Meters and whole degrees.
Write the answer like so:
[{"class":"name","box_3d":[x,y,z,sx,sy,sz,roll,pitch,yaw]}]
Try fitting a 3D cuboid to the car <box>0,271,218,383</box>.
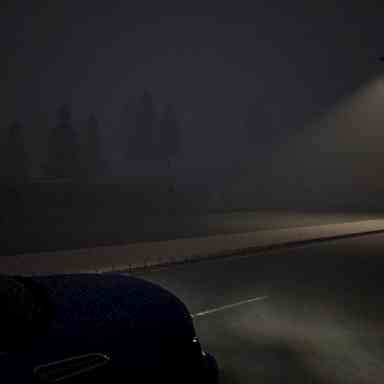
[{"class":"car","box_3d":[-2.433,1.219,2.011,5.566,2.045,2.150,0,0,-36]}]
